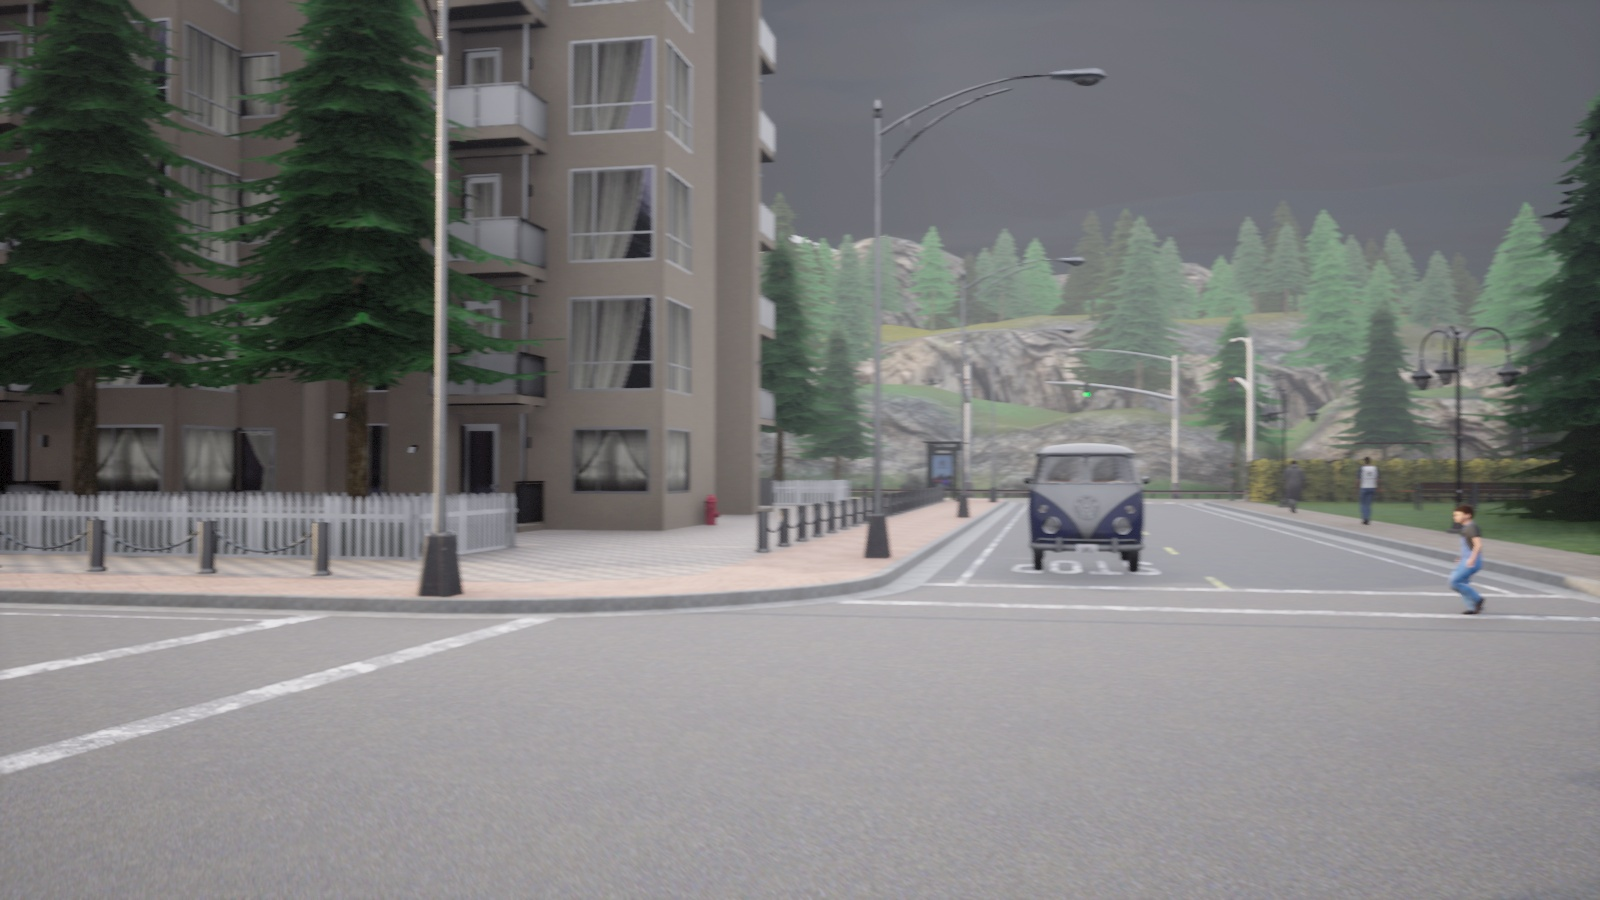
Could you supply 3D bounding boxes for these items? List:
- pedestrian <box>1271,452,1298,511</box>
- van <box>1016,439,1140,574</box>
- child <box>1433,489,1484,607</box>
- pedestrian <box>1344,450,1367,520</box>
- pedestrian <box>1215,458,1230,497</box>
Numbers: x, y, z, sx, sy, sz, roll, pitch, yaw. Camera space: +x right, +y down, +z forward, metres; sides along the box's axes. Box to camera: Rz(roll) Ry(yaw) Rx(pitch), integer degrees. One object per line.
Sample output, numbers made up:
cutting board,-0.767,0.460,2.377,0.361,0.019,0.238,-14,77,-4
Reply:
pedestrian,16.273,1.056,42.204,0.659,1.952,0.873,-1,-1,9
van,4.571,0.879,20.908,1.775,1.987,4.442,-1,-1,11
child,7.145,1.057,13.635,0.437,1.263,0.270,-1,-1,18
pedestrian,14.678,0.919,33.200,0.354,1.836,0.706,-1,-1,9
pedestrian,20.030,1.315,59.551,0.614,1.847,0.353,-1,-1,13
